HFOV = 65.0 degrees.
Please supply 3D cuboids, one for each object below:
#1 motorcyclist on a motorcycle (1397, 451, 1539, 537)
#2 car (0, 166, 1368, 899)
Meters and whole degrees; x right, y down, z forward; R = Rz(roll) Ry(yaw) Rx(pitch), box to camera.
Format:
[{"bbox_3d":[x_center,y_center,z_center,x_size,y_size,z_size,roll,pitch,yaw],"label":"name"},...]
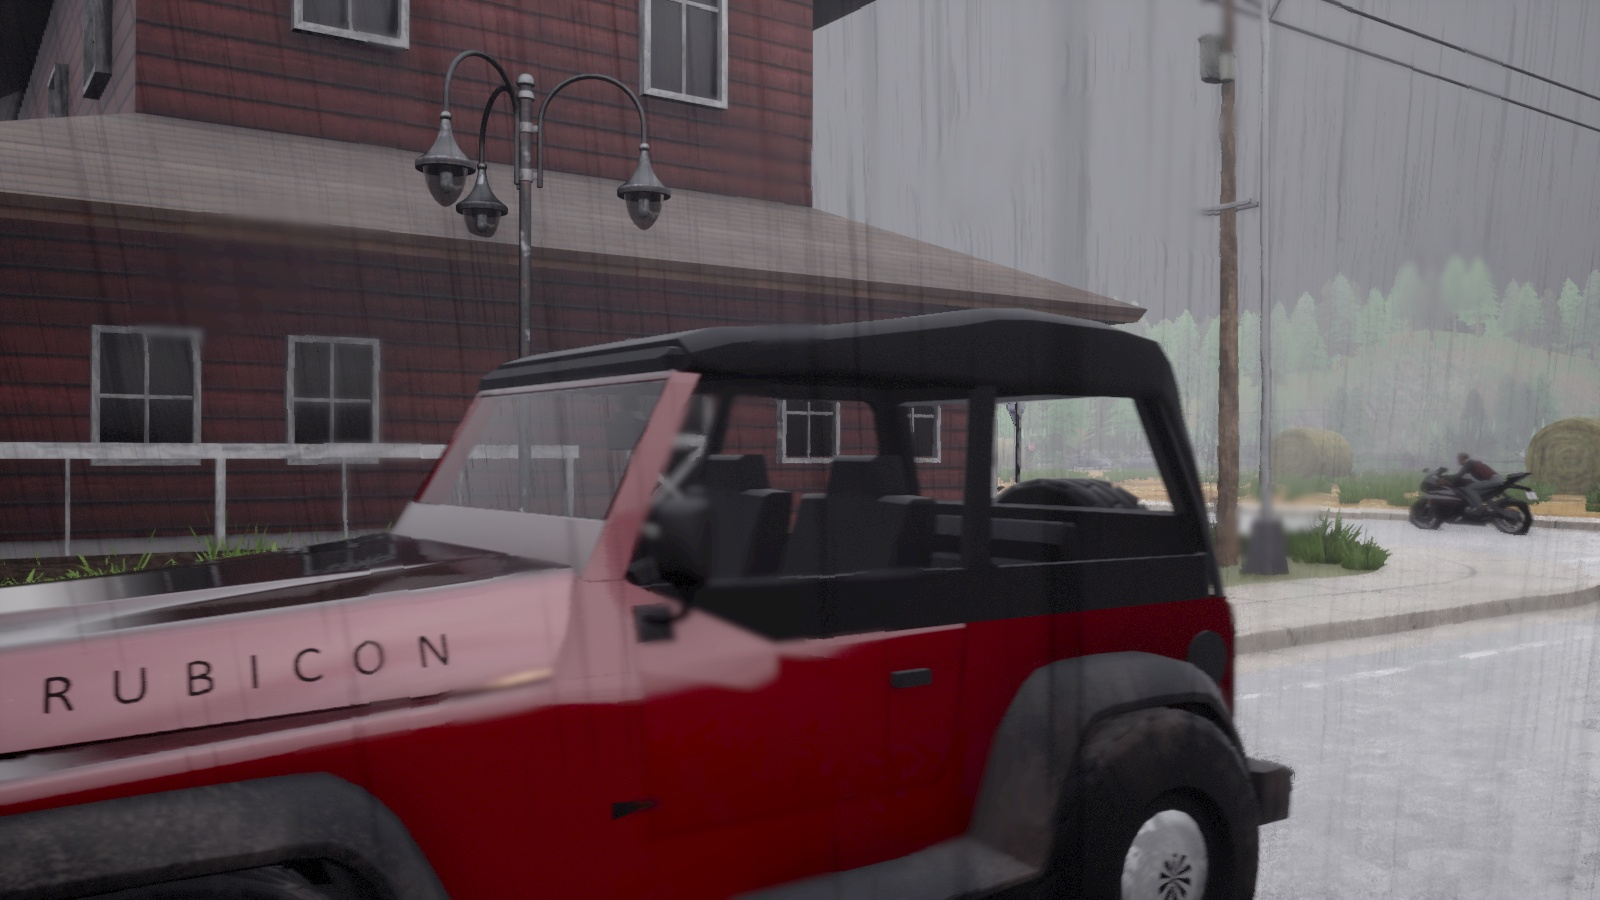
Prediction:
[{"bbox_3d":[12.464,0.784,23.503,0.866,1.530,2.191,0,0,-36],"label":"motorcyclist on a motorcycle"},{"bbox_3d":[-0.482,0.550,3.325,3.866,1.878,1.905,0,0,-35],"label":"car"}]
